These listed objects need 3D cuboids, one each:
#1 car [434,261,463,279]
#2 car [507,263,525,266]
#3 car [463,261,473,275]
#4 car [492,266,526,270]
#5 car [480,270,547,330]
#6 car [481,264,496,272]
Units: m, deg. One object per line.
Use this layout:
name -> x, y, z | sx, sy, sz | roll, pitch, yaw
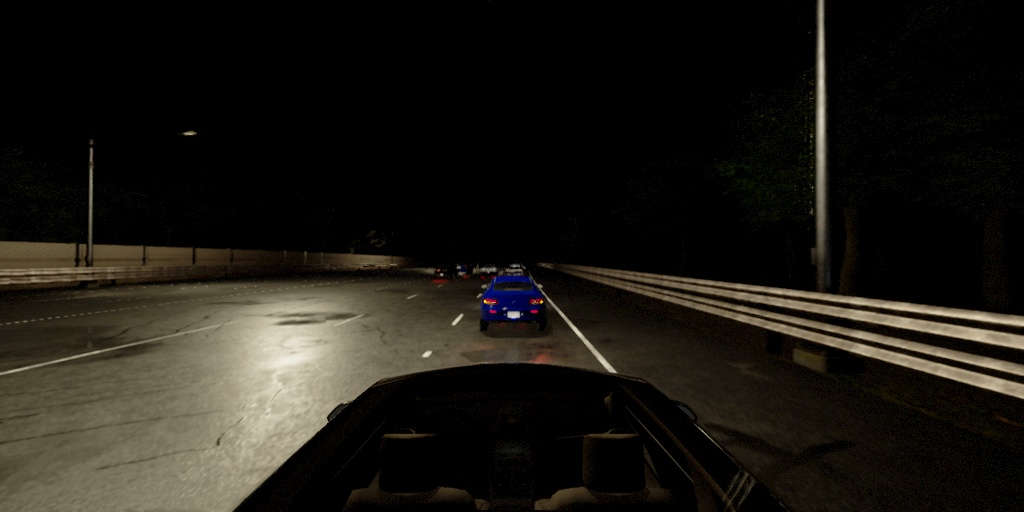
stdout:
car -> -6.642, 1.536, 36.600 | 1.837, 1.490, 4.892 | 0, 0, 2
car -> 0.247, 1.446, 33.235 | 2.128, 1.511, 4.902 | 0, -1, 2
car -> -6.322, 1.485, 46.186 | 2.097, 1.767, 4.553 | 0, -1, 2
car -> 0.005, 1.471, 21.169 | 1.895, 1.301, 4.718 | 0, 0, 0
car -> 0.005, 1.326, 11.230 | 1.812, 1.442, 4.674 | 0, -1, -1
car -> -2.796, 1.718, 46.233 | 1.895, 1.301, 4.718 | 0, -1, 3
